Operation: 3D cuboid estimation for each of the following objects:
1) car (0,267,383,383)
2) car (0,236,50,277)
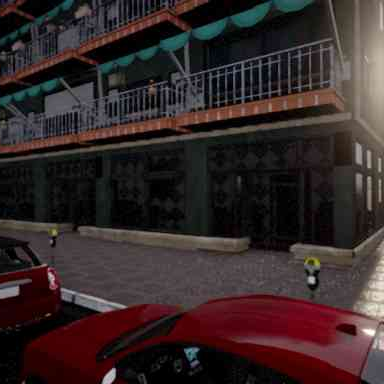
[{"bbox_3d":[0.402,1.549,2.591,4.507,1.381,1.887,0,0,36],"label":"car"},{"bbox_3d":[-4.181,1.465,5.873,4.097,1.590,1.967,0,0,36],"label":"car"}]
